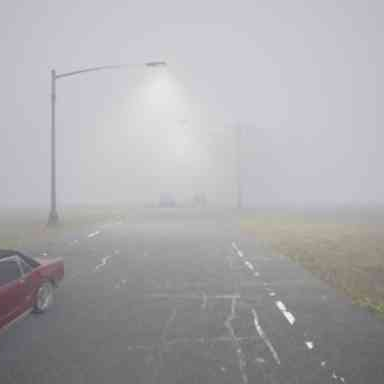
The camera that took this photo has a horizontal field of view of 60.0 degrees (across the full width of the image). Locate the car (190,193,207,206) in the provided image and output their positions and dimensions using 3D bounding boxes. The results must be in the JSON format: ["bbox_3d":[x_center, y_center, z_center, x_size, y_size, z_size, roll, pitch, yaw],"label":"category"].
[{"bbox_3d":[1.243,1.205,53.867,2.150,2.045,5.566,0,0,0],"label":"car"}]

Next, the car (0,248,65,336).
[{"bbox_3d":[-3.599,1.598,4.775,1.895,1.301,4.718,0,0,0],"label":"car"}]

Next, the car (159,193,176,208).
[{"bbox_3d":[-3.555,1.208,48.605,2.150,2.045,5.566,0,0,0],"label":"car"}]

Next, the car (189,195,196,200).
[{"bbox_3d":[0.030,1.398,90.070,1.895,1.301,4.718,0,0,0],"label":"car"}]

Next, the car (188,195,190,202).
[{"bbox_3d":[0.025,1.368,72.558,2.033,1.411,5.357,0,0,0],"label":"car"}]
